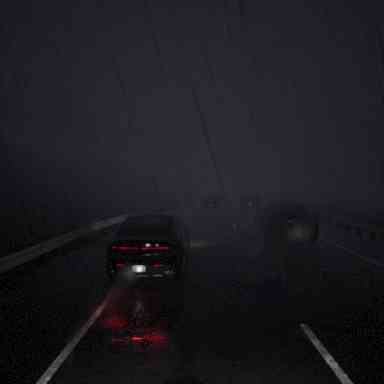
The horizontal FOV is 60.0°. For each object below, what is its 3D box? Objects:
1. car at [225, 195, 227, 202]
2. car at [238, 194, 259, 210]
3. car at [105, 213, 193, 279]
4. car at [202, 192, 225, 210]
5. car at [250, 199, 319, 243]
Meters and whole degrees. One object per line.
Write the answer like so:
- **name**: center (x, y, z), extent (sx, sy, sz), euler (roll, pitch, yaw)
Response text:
- **car**: center (3.805, 0.784, 46.529), extent (1.837, 1.490, 4.892), euler (0, 1, 9)
- **car**: center (5.663, 0.968, 32.924), extent (1.882, 1.535, 5.008), euler (0, 1, 7)
- **car**: center (-1.052, 1.356, 9.533), extent (1.837, 1.490, 4.892), euler (0, 1, 2)
- **car**: center (2.116, 1.005, 33.617), extent (1.812, 1.442, 4.674), euler (0, 1, 8)
- **car**: center (4.069, 1.263, 14.695), extent (2.128, 1.511, 4.902), euler (0, 1, 3)
